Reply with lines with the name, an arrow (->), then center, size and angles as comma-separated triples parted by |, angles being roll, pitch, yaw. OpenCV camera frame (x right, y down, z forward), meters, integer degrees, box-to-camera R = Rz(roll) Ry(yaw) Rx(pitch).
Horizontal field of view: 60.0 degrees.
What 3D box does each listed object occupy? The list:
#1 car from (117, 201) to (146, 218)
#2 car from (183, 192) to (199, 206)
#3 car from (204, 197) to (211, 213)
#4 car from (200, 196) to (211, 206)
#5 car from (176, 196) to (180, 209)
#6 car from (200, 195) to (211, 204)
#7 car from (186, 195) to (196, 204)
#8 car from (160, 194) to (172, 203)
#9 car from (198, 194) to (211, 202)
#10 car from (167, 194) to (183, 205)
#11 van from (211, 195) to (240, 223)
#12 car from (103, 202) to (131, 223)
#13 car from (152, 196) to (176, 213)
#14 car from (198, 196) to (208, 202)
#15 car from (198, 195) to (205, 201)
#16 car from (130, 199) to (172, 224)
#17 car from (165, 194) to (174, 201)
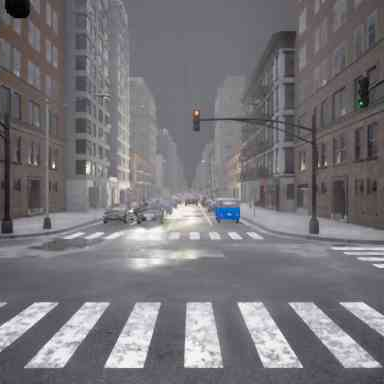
car -> -5.444, 1.541, 30.633 | 1.887, 1.381, 4.507 | 0, 0, 0
car -> -0.100, 1.337, 55.069 | 2.097, 1.767, 4.553 | 0, 0, 0
car -> 2.571, 1.577, 36.337 | 1.802, 1.307, 4.206 | 0, 0, 0
car -> 2.551, 1.572, 47.700 | 1.802, 1.307, 4.206 | 0, 0, 0
car -> -2.926, 1.556, 43.909 | 1.994, 1.385, 4.181 | 0, 0, 0
car -> 2.520, 1.417, 64.744 | 1.967, 1.590, 4.097 | 0, 0, 0
car -> -0.118, 1.454, 65.101 | 1.882, 1.535, 5.008 | 0, 0, 0
car -> -5.515, 1.287, 70.406 | 2.192, 1.841, 5.009 | 0, 0, 0
car -> 2.541, 1.301, 53.381 | 2.192, 1.841, 5.009 | 0, 0, 0
car -> -2.859, 1.549, 59.049 | 1.994, 1.385, 4.181 | 0, 0, 0
van -> 2.591, 1.338, 24.975 | 1.690, 1.788, 3.998 | 0, 0, 0
car -> -5.434, 1.548, 24.952 | 2.008, 1.369, 4.403 | 0, 0, 0
car -> -2.912, 1.473, 33.947 | 1.882, 1.535, 5.008 | 0, 0, 0
car -> 2.500, 1.518, 76.106 | 2.008, 1.369, 4.403 | 0, 0, 0
car -> 2.480, 1.524, 87.469 | 1.947, 1.339, 4.313 | 0, 0, 0
car -> -2.882, 1.488, 24.504 | 2.128, 1.511, 4.902 | 0, 0, -1
car -> -5.535, 1.403, 81.770 | 1.967, 1.590, 4.097 | 0, 0, 0
